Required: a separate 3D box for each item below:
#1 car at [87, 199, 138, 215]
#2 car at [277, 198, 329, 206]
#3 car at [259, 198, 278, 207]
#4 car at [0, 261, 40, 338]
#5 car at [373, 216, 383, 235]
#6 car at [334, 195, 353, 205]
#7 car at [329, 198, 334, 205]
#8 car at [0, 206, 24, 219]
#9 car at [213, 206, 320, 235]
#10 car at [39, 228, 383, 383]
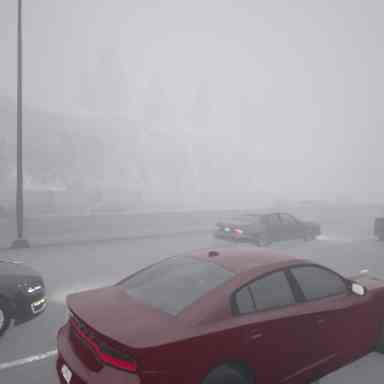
[{"bbox_3d":[-7.786,1.491,32.738,4.902,1.511,2.128,0,0,-35],"label":"car"},{"bbox_3d":[11.126,1.506,33.178,4.892,1.490,1.837,0,0,-35],"label":"car"},{"bbox_3d":[10.485,1.491,41.224,4.902,1.511,2.128,0,0,-34],"label":"car"},{"bbox_3d":[-4.727,1.506,4.687,4.892,1.490,1.837,0,0,-35],"label":"car"},{"bbox_3d":[10.326,1.477,15.283,5.008,1.535,1.882,0,0,-35],"label":"car"},{"bbox_3d":[24.407,1.351,54.792,4.553,1.767,2.097,0,0,-34],"label":"car"},{"bbox_3d":[14.189,1.491,39.519,4.902,1.511,2.128,0,0,-34],"label":"car"},{"bbox_3d":[-14.886,1.547,23.463,5.357,1.411,2.033,0,0,-35],"label":"car"},{"bbox_3d":[3.442,1.547,14.716,5.357,1.411,2.033,0,0,-35],"label":"car"},{"bbox_3d":[0.915,1.478,4.379,5.008,1.535,1.882,1,-1,-35],"label":"car"}]
